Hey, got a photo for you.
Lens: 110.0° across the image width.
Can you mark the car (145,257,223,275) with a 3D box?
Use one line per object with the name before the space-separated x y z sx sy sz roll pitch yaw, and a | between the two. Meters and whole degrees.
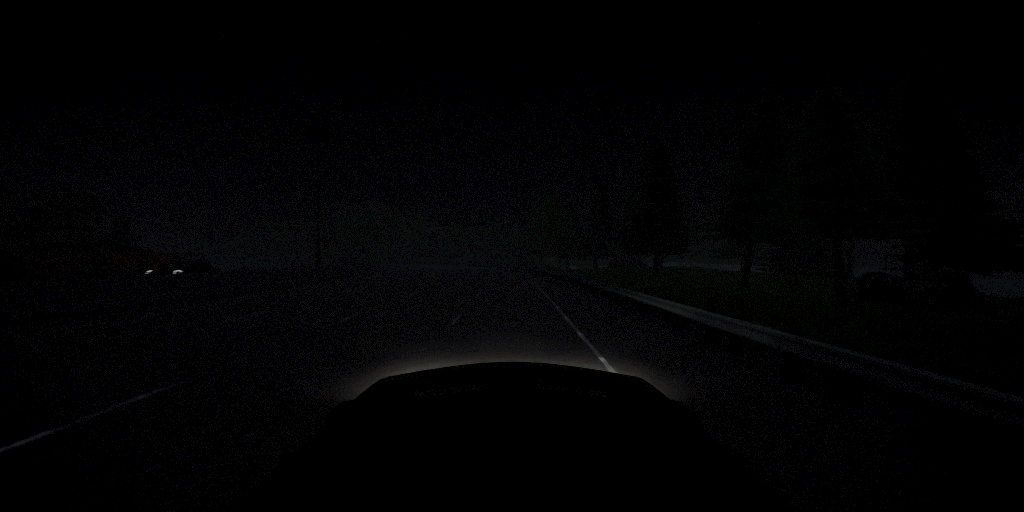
car | -22.489 1.055 24.551 2.097 1.767 4.553 0 0 -12
